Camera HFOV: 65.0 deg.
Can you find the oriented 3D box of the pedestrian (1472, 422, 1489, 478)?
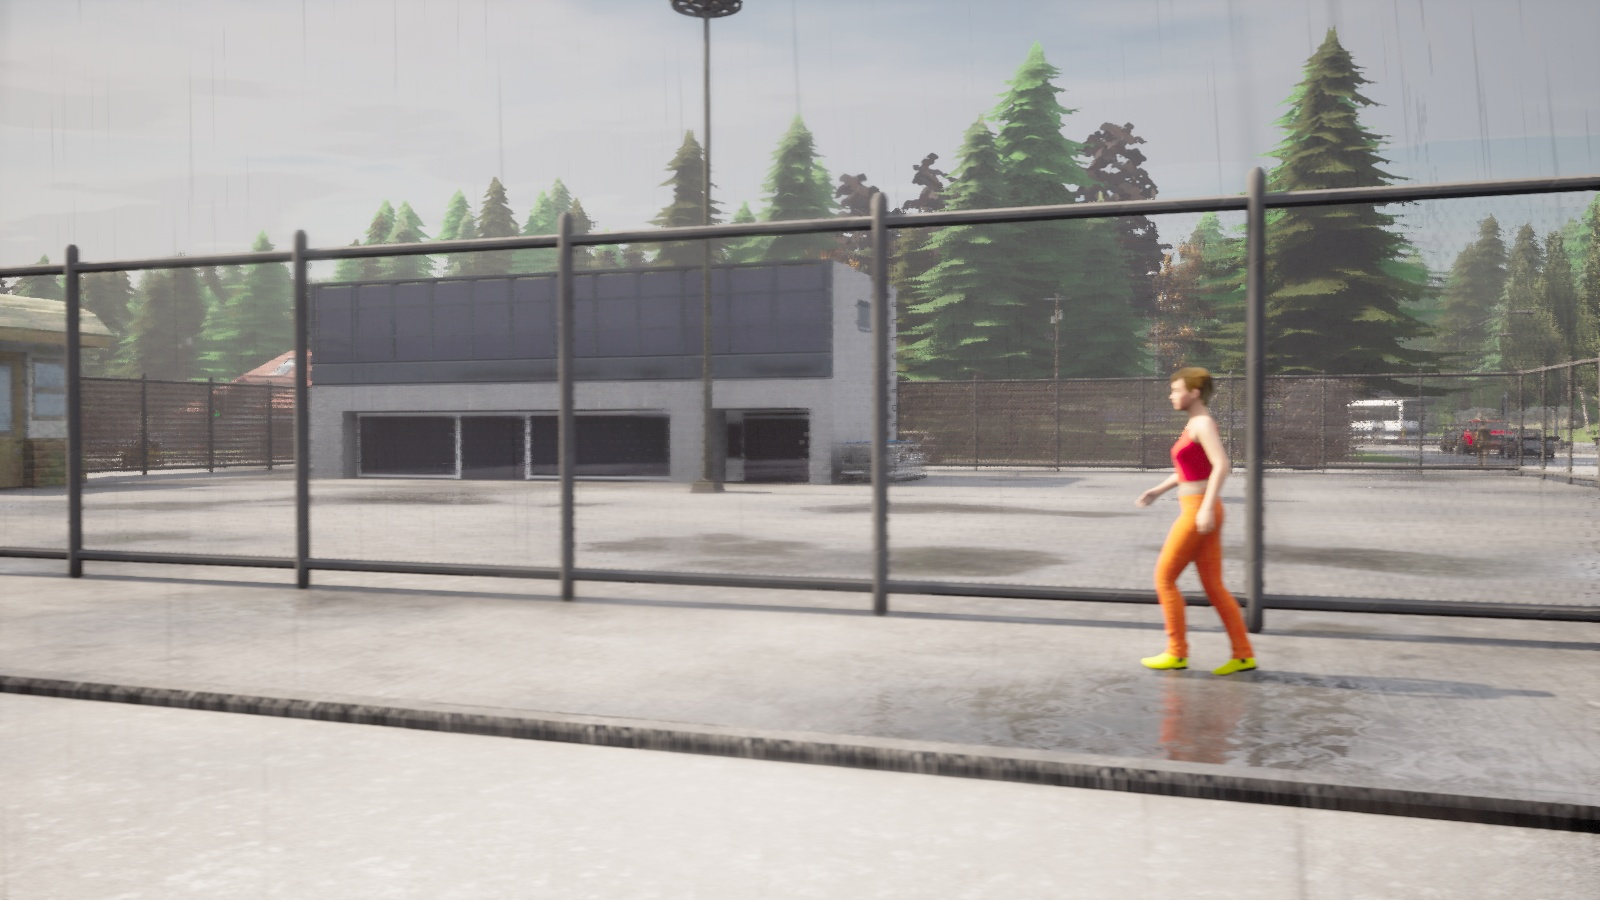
[{"bbox_3d":[23.937,-0.004,44.167,0.396,1.930,0.692,1,1,19],"label":"pedestrian"}]

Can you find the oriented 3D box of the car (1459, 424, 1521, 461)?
[{"bbox_3d":[39.793,-0.443,72.546,2.150,2.045,5.566,1,1,19],"label":"car"}]

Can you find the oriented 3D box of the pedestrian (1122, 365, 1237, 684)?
[{"bbox_3d":[2.262,0.423,7.481,0.594,1.836,0.345,1,1,24],"label":"pedestrian"}]

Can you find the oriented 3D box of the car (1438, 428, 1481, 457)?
[{"bbox_3d":[42.983,-0.505,81.924,1.905,1.878,3.866,1,1,19],"label":"car"}]

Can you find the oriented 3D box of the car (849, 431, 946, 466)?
[{"bbox_3d":[4.228,-0.089,54.363,3.806,1.475,1.970,1,1,19],"label":"car"}]

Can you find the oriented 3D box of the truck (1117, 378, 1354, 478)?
[{"bbox_3d":[15.859,-0.839,46.178,7.936,3.462,2.891,1,1,18],"label":"truck"}]

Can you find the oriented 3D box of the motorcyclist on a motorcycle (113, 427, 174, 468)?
[{"bbox_3d":[-25.053,-0.126,47.960,0.797,1.523,2.044,1,1,19],"label":"motorcyclist on a motorcycle"}]

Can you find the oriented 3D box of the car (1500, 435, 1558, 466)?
[{"bbox_3d":[36.626,-0.010,63.160,1.845,1.501,3.633,1,1,19],"label":"car"}]
